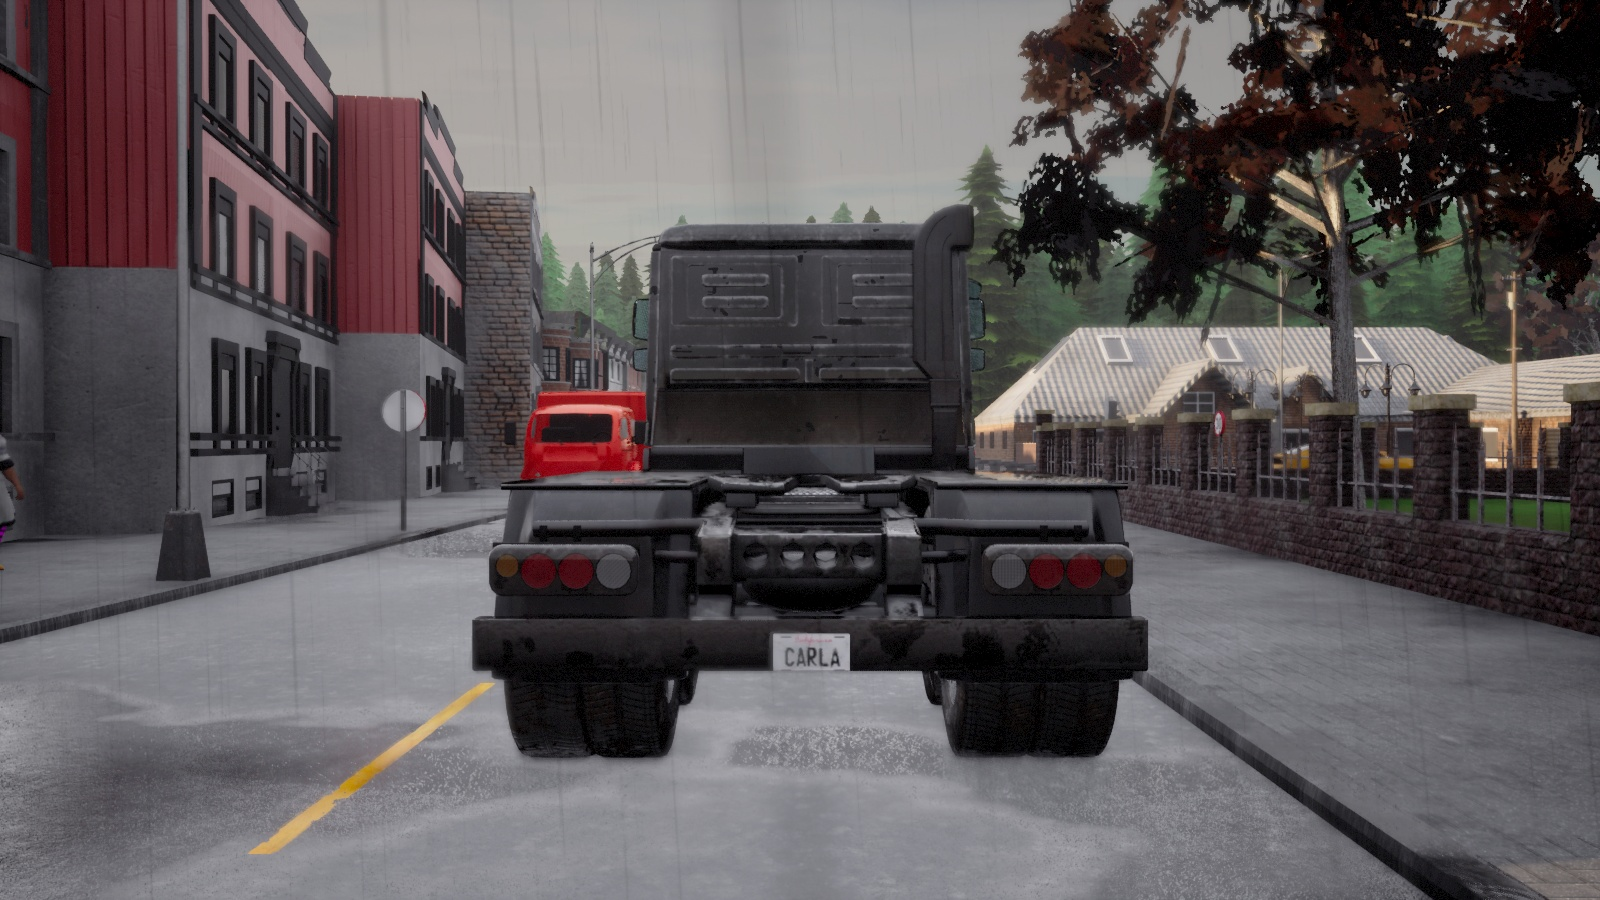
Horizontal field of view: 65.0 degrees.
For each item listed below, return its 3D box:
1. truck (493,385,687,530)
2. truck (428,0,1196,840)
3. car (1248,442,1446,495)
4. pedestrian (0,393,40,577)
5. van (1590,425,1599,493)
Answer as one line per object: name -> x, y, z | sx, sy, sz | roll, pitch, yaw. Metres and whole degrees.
truck -> -3.833, 0.121, 24.053 | 2.627, 2.467, 5.204 | 0, 0, 3
truck -> 0.065, -0.284, 8.702 | 2.891, 3.462, 7.936 | 0, 0, 0
car -> 16.047, 0.528, 36.972 | 5.008, 1.535, 1.882 | 0, 0, -1
pedestrian -> -8.819, 0.373, 13.537 | 0.659, 1.952, 0.873 | 0, 0, 7
van -> 26.112, 0.282, 36.942 | 4.480, 2.038, 2.069 | 0, 0, -1
